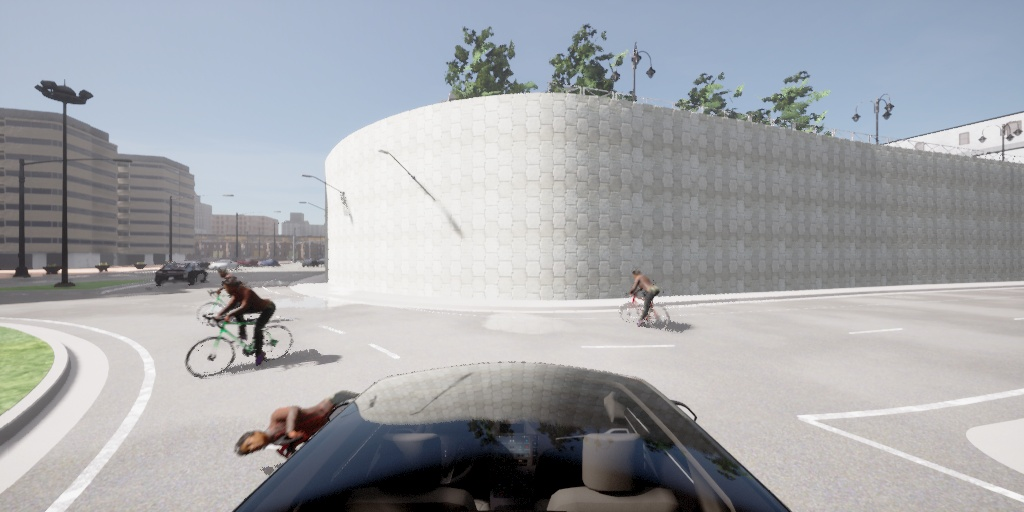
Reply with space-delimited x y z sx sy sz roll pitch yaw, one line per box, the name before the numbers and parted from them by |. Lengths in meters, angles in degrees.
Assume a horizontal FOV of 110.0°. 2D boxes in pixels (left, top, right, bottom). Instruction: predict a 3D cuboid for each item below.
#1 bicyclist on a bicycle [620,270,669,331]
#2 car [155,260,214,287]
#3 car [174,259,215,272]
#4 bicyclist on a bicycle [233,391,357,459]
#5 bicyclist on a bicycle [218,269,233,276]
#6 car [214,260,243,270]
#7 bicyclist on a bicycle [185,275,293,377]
bicyclist on a bicycle | 3.639 1.204 9.999 0.582 1.620 1.656 0 -2 -31
car | -22.862 1.230 24.923 2.128 1.511 4.902 0 0 -29
car | -41.841 1.222 47.394 2.128 1.511 4.902 0 0 -16
bicyclist on a bicycle | -1.625 1.604 3.269 1.620 0.582 1.656 -5 4 9
bicyclist on a bicycle | -8.323 1.201 10.624 1.656 1.620 0.582 -2 1 -26
car | -38.335 1.255 47.828 1.812 1.442 4.674 0 0 -16
bicyclist on a bicycle | -4.781 1.203 6.387 0.582 1.620 1.656 0 2 32
